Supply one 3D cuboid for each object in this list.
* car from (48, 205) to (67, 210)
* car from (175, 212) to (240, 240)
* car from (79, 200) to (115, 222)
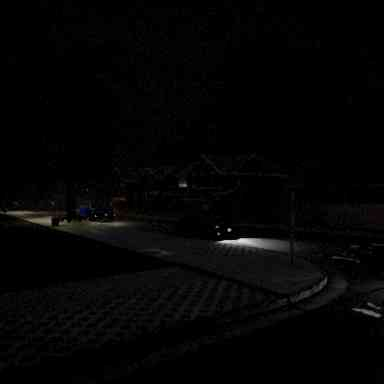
[{"bbox_3d":[-18.906,2.124,46.733,1.994,1.385,4.181,0,-1,-36],"label":"car"},{"bbox_3d":[0.795,1.849,19.004,1.994,1.385,4.181,0,-1,-36],"label":"car"},{"bbox_3d":[-9.724,1.861,33.726,2.150,2.045,5.566,0,-1,-35],"label":"car"}]
